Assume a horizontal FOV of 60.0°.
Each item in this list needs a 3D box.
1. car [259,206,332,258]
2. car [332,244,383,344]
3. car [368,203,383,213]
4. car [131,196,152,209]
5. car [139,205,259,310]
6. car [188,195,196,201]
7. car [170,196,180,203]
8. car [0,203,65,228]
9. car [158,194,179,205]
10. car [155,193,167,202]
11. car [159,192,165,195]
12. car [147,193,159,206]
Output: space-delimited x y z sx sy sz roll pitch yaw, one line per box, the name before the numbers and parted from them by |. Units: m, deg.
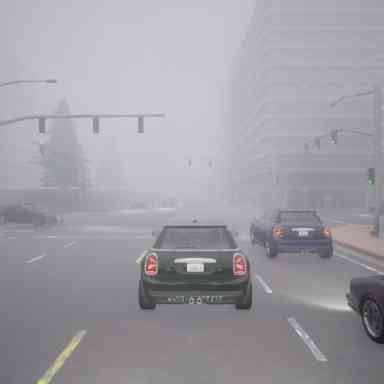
car | 3.587 1.352 12.827 2.097 1.767 4.553 0 0 0
car | 3.599 1.547 3.351 2.033 1.411 5.357 0 0 0
car | 19.936 1.492 32.455 5.357 1.411 2.033 0 0 -18
car | -7.100 1.601 45.613 1.895 1.301 4.718 0 0 0
car | 0.071 1.352 7.988 2.097 1.767 4.553 0 0 0
car | 0.000 1.525 81.125 2.128 1.511 4.902 0 0 0
car | -3.500 1.595 71.100 1.895 1.301 4.718 0 0 0
car | -10.694 1.455 21.868 4.902 1.511 2.128 1 0 19
car | -3.597 1.491 51.082 2.128 1.511 4.902 0 0 0
car | -7.000 1.225 74.567 2.150 2.045 5.566 0 0 0
car | -7.048 1.221 63.921 2.150 2.045 5.566 0 0 1
car | -7.089 1.352 54.508 2.097 1.767 4.553 0 0 0
